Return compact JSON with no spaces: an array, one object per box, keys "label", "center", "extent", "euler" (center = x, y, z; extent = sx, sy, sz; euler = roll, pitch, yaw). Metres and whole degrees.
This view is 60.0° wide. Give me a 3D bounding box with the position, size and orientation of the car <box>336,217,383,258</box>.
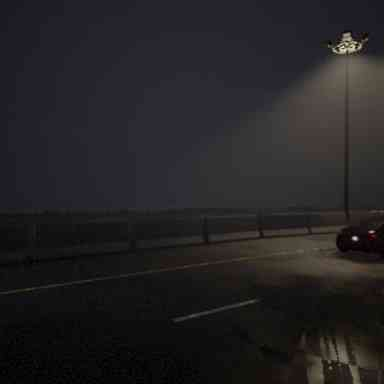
[{"label":"car","center":[7.665,1.685,13.146],"extent":[4.181,1.385,1.994],"euler":[1,0,-31]}]
